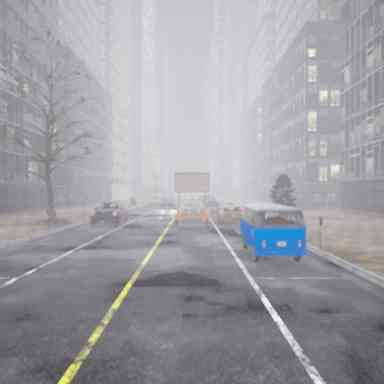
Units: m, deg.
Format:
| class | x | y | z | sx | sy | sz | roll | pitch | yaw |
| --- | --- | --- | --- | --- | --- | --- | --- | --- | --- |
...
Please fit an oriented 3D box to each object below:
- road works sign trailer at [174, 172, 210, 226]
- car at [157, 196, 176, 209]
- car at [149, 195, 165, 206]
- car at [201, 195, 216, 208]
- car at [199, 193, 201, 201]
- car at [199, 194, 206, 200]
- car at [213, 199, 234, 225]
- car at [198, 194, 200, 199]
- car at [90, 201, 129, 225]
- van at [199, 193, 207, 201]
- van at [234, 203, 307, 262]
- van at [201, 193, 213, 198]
| class | x | y | z | sx | sy | sz | roll | pitch | yaw |
| --- | --- | --- | --- | --- | --- | --- | --- | --- | --- |
| road works sign trailer | -0.002 | 0.420 | 22.756 | 2.380 | 3.560 | 2.880 | 0 | 0 | 0 |
| car | -3.093 | 1.513 | 43.364 | 1.895 | 1.301 | 4.718 | 0 | 0 | 0 |
| car | -5.696 | 1.420 | 51.484 | 1.752 | 1.417 | 4.829 | 0 | 0 | 0 |
| car | 2.685 | 1.472 | 45.947 | 1.947 | 1.339 | 4.313 | 0 | 0 | 0 |
| car | 2.684 | 1.321 | 57.332 | 1.967 | 1.590 | 4.097 | 0 | 0 | 0 |
| car | 2.684 | 1.358 | 85.793 | 1.887 | 1.381 | 4.507 | 0 | 0 | 0 |
| car | 2.685 | 1.479 | 23.350 | 1.752 | 1.417 | 4.829 | 0 | 0 | 0 |
| car | 2.684 | 1.423 | 74.408 | 1.802 | 1.307 | 4.206 | 0 | 0 | 0 |
| car | -5.696 | 1.395 | 23.195 | 1.967 | 1.590 | 4.097 | 0 | 0 | 0 |
| van | 2.683 | 1.168 | 80.100 | 1.690 | 1.788 | 3.998 | 0 | 0 | 0 |
| van | 2.684 | 1.318 | 11.794 | 1.690 | 1.788 | 3.998 | 0 | 0 | 0 |
| van | 2.683 | 1.235 | 51.639 | 1.690 | 1.788 | 3.998 | 0 | 0 | 0 |
